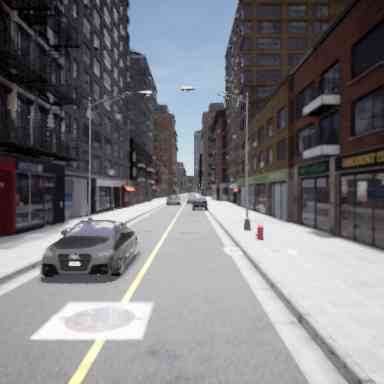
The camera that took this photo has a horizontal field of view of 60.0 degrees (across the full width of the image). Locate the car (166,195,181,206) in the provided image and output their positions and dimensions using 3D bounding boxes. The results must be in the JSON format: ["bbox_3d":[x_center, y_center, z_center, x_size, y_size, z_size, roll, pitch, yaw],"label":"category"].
[{"bbox_3d":[-2.824,1.226,50.803,2.097,1.767,4.553,0,0,0],"label":"car"}]

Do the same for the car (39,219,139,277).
[{"bbox_3d":[-2.851,1.547,10.058,1.994,1.385,4.181,0,0,0],"label":"car"}]

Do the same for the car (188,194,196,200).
[{"bbox_3d":[-0.002,1.176,79.066,1.994,1.385,4.181,0,0,0],"label":"car"}]

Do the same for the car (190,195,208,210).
[{"bbox_3d":[0.956,1.414,40.378,1.837,1.490,4.892,0,0,0],"label":"car"}]

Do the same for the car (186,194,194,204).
[{"bbox_3d":[-0.001,1.392,58.592,2.033,1.411,5.357,0,0,0],"label":"car"}]
